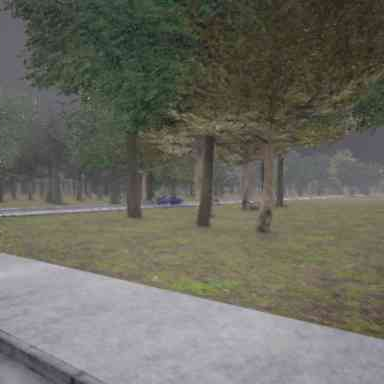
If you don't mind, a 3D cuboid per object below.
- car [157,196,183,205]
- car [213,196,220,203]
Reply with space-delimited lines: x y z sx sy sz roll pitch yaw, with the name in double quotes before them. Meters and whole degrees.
"car" -3.399 1.314 52.039 1.882 1.535 5.008 0 0 36
"car" 3.308 1.358 61.486 1.812 1.442 4.674 0 0 36
